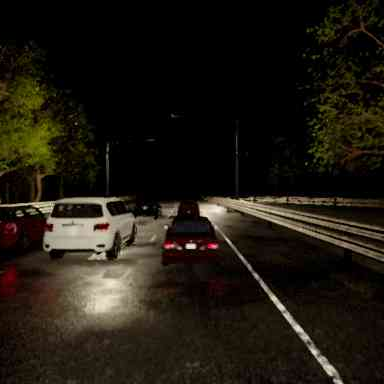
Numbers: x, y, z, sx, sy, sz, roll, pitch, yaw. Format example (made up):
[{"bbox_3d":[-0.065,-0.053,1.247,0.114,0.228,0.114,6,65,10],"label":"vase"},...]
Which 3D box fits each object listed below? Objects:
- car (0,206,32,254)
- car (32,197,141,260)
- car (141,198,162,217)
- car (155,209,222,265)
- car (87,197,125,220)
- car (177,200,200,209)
[{"bbox_3d":[-7.044,1.336,13.558,2.097,1.767,4.553,0,0,0],"label":"car"},{"bbox_3d":[-3.540,1.208,12.535,2.150,2.045,5.566,0,0,0],"label":"car"},{"bbox_3d":[-3.776,1.326,28.642,2.097,1.767,4.553,0,0,-1],"label":"car"},{"bbox_3d":[-0.039,1.533,11.582,2.033,1.411,5.357,0,0,0],"label":"car"},{"bbox_3d":[-7.275,1.326,28.573,2.097,1.767,4.553,0,0,-1],"label":"car"},{"bbox_3d":[-0.294,1.451,29.976,1.882,1.535,5.008,0,0,-1],"label":"car"}]
